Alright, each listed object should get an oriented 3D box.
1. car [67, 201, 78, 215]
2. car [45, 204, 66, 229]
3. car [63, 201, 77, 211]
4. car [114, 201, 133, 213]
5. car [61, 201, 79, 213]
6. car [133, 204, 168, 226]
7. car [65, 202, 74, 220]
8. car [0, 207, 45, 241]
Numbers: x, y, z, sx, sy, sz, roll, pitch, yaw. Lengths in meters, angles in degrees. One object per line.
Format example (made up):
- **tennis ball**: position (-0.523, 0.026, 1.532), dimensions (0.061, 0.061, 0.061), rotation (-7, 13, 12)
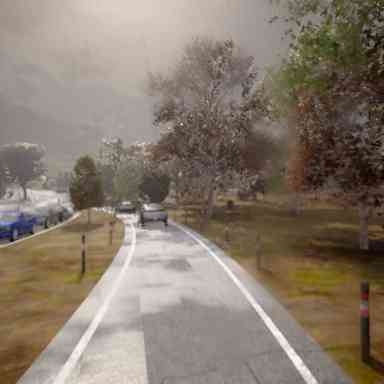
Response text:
- **car**: position (-14.125, 2.058, 36.877), dimensions (2.002, 1.452, 4.674), rotation (0, 0, -14)
- **car**: position (-11.460, 1.899, 25.237), dimensions (2.231, 1.521, 4.892), rotation (0, -1, -10)
- **car**: position (-19.365, 2.201, 52.697), dimensions (2.002, 1.452, 4.674), rotation (1, -1, -22)
- **car**: position (-8.291, 1.790, 41.024), dimensions (1.994, 1.385, 4.181), rotation (-1, 0, -22)
- **car**: position (-17.136, 2.087, 46.973), dimensions (2.097, 1.535, 5.008), rotation (-2, 0, -17)
- **car**: position (-2.967, 1.603, 24.451), dimensions (2.128, 1.511, 4.902), rotation (-1, 0, -13)
- **car**: position (-12.641, 1.966, 30.823), dimensions (2.097, 1.535, 5.008), rotation (0, -1, -12)
- **car**: position (-10.433, 1.840, 18.994), dimensions (2.097, 1.535, 5.008), rotation (0, -1, -8)
